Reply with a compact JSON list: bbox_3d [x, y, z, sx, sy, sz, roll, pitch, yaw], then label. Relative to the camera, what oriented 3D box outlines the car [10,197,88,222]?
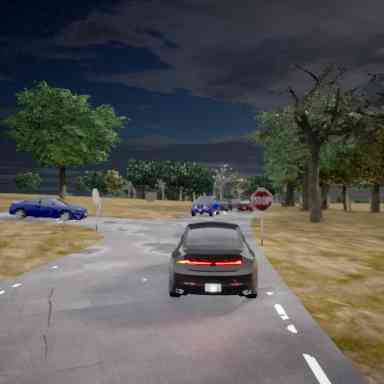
[{"bbox_3d":[-9.519,1.107,22.280,5.008,1.535,1.882,3,-1,6],"label":"car"}]

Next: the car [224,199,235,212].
[{"bbox_3d":[4.399,1.948,45.332,2.033,1.411,5.357,0,-1,17],"label":"car"}]

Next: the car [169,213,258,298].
[{"bbox_3d":[0.529,1.510,8.513,1.837,1.490,4.892,0,0,3],"label":"car"}]

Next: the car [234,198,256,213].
[{"bbox_3d":[7.179,1.838,43.326,1.882,1.535,5.008,0,-1,16],"label":"car"}]

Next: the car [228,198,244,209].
[{"bbox_3d":[7.360,1.917,55.304,2.097,1.767,4.553,0,-1,16],"label":"car"}]

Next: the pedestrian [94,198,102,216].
[{"bbox_3d":[-8.094,1.099,28.436,0.375,1.860,0.375,0,-4,7],"label":"pedestrian"}]

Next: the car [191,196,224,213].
[{"bbox_3d":[1.518,1.456,35.052,2.150,2.045,5.566,0,-1,15],"label":"car"}]
